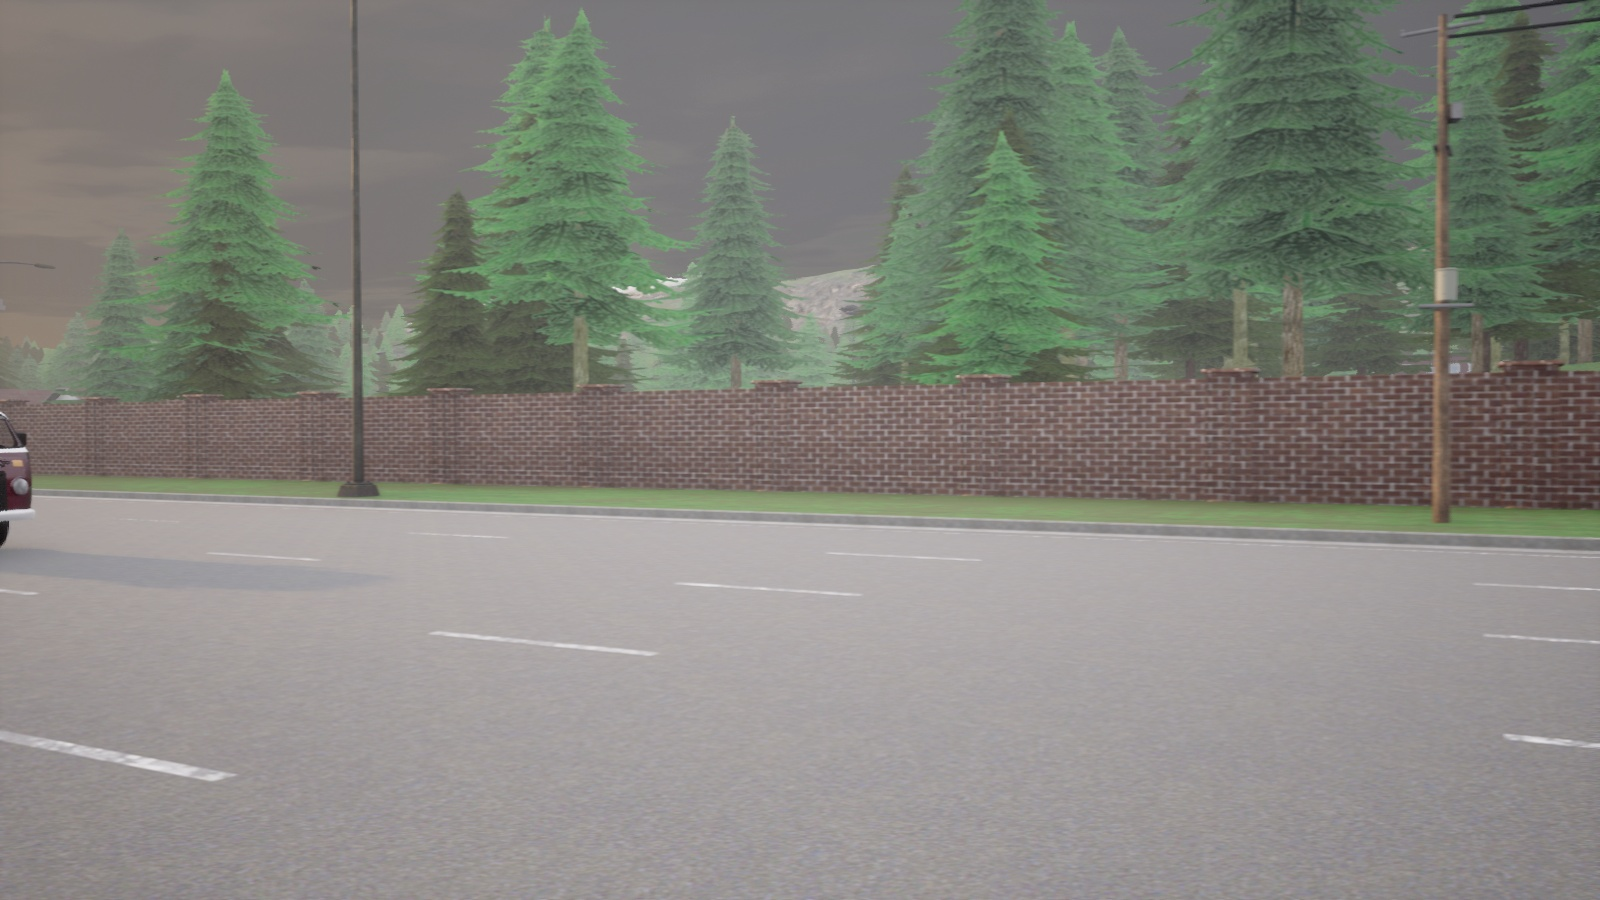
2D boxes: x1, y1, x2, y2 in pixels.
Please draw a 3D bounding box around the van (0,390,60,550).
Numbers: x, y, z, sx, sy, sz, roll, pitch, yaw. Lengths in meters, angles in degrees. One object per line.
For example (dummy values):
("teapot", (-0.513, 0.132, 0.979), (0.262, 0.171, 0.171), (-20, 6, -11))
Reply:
("van", (-12.249, 0.233, 16.735), (4.480, 2.038, 2.069), (1, 1, 28))
